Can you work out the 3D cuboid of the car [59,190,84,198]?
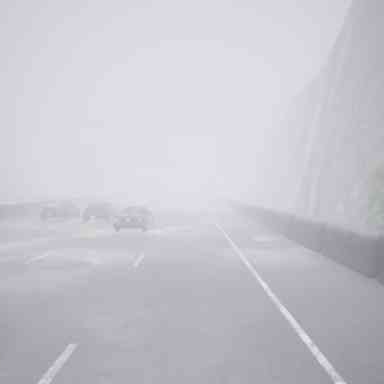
[{"bbox_3d":[-21.022,0.750,59.127,2.150,2.045,5.566,0,1,1],"label":"car"}]

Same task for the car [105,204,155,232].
[{"bbox_3d":[-3.401,1.529,20.152,2.033,1.411,5.357,0,0,0],"label":"car"}]

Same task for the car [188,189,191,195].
[{"bbox_3d":[-0.004,0.238,93.001,1.994,1.385,4.181,0,2,0],"label":"car"}]

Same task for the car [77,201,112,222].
[{"bbox_3d":[-6.902,1.459,25.535,1.837,1.490,4.892,0,0,0],"label":"car"}]

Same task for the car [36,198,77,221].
[{"bbox_3d":[-10.401,1.472,26.515,1.812,1.442,4.674,0,0,0],"label":"car"}]

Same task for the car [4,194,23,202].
[{"bbox_3d":[-31.510,1.086,59.157,1.994,1.385,4.181,0,1,0],"label":"car"}]

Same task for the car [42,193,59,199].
[{"bbox_3d":[-24.518,1.014,60.001,1.837,1.490,4.892,0,1,0],"label":"car"}]

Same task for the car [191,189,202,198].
[{"bbox_3d":[1.221,0.634,76.145,1.882,1.535,5.008,0,1,0],"label":"car"}]

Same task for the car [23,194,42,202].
[{"bbox_3d":[-28.013,1.070,60.001,1.994,1.385,4.181,0,1,0],"label":"car"}]
